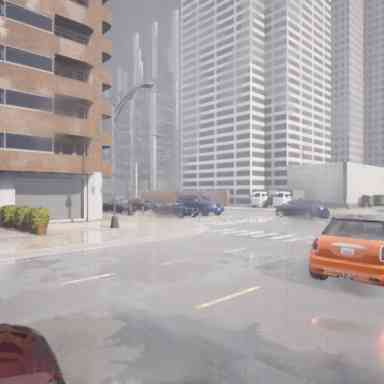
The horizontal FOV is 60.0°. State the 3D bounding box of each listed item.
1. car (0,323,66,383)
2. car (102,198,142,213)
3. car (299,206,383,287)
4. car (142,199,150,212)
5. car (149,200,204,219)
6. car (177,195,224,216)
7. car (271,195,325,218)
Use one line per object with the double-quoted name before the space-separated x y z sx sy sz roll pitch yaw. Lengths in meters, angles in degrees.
"car" -2.965 1.564 2.062 4.181 1.385 1.994 0 0 -34
"car" -8.312 1.602 37.510 2.033 1.411 5.357 0 0 -44
"car" 5.059 1.352 8.910 4.553 1.767 2.097 0 0 -43
"car" -6.072 1.559 40.232 1.837 1.490 4.892 0 0 -44
"car" -1.469 1.656 30.428 1.895 1.301 4.718 0 0 -44
"car" 0.644 1.278 33.280 2.150 2.045 5.566 0 0 -44
"car" 9.437 1.405 28.793 2.097 1.767 4.553 0 0 -30
